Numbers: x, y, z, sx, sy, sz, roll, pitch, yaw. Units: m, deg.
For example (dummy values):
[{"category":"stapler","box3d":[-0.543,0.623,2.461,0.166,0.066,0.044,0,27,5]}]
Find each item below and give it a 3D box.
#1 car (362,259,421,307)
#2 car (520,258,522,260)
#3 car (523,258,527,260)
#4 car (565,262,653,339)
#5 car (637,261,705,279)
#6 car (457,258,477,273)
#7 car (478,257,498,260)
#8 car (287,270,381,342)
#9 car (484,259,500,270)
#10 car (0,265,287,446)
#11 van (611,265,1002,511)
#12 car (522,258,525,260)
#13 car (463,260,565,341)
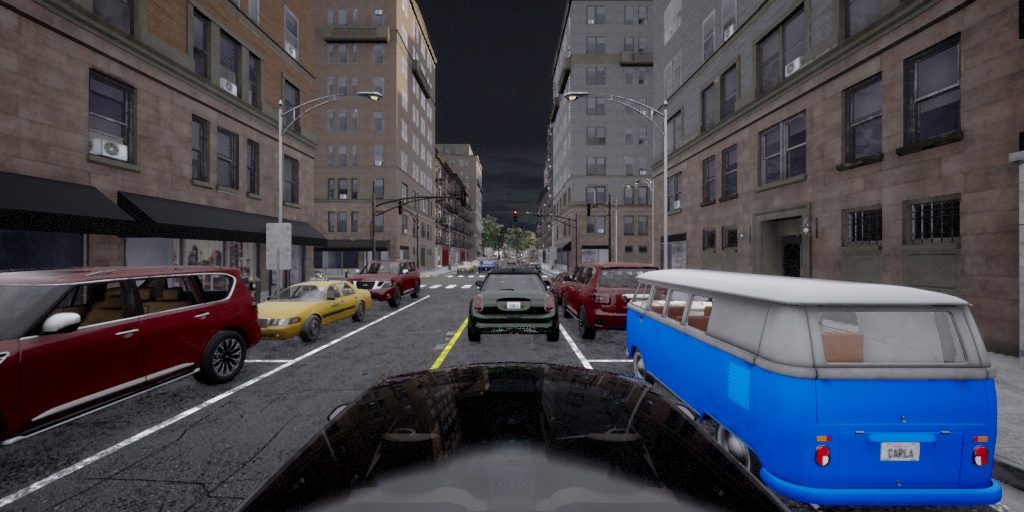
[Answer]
[{"category":"car","box3d":[-5.418,1.064,15.633,2.192,1.841,5.009,0,0,0]},{"category":"car","box3d":[2.569,1.300,53.615,2.007,1.370,4.403,0,0,0]},{"category":"car","box3d":[2.584,1.300,42.652,2.007,1.370,4.403,0,0,0]},{"category":"car","box3d":[2.627,1.065,9.964,2.192,1.841,5.009,0,0,0]},{"category":"car","box3d":[13.593,1.172,30.811,4.902,1.511,2.128,0,0,0]},{"category":"car","box3d":[-5.469,1.274,42.471,1.751,1.417,4.829,0,0,0]},{"category":"car","box3d":[-2.898,1.227,42.887,1.882,1.535,5.008,0,0,0]},{"category":"car","box3d":[-5.410,1.275,9.784,1.751,1.417,4.829,0,0,0]},{"category":"car","box3d":[-2.909,1.241,52.854,2.128,1.511,4.902,0,0,0]},{"category":"car","box3d":[-5.401,1.065,4.277,2.192,1.841,5.009,0,0,0]},{"category":"van","box3d":[2.635,1.091,4.285,1.690,1.789,3.998,0,0,0]},{"category":"car","box3d":[2.576,1.294,48.133,1.888,1.381,4.507,0,0,0]},{"category":"car","box3d":[0.023,1.102,10.001,2.097,1.767,4.553,0,0,0]}]
